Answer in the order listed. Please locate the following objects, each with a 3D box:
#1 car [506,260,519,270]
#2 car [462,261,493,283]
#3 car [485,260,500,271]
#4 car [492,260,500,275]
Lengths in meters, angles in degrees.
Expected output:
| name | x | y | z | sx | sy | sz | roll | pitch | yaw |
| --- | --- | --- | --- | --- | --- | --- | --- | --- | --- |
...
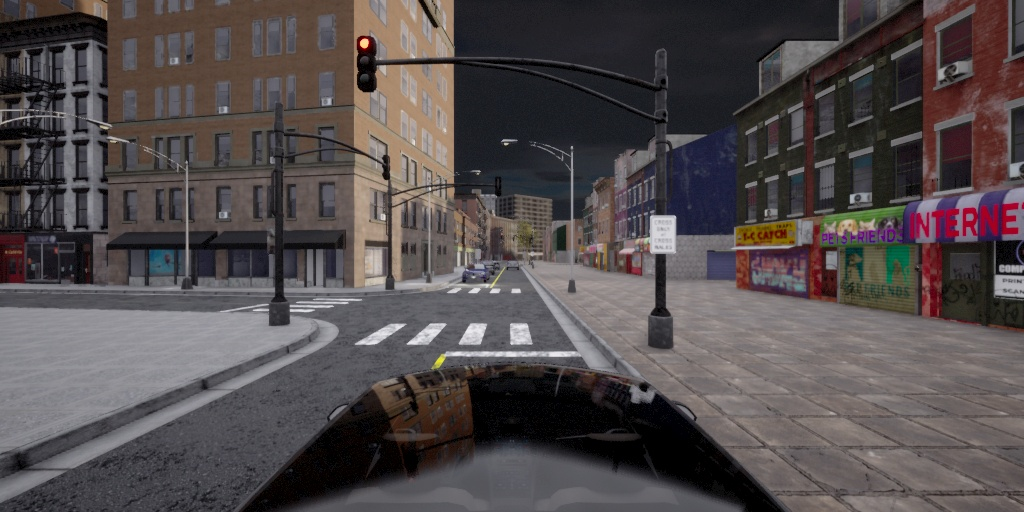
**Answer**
| name | x | y | z | sx | sy | sz | roll | pitch | yaw |
| --- | --- | --- | --- | --- | --- | --- | --- | --- | --- |
| car | 0.111 | 1.310 | 52.760 | 2.033 | 1.411 | 5.357 | 0 | 0 | 0 |
| car | -2.792 | 1.279 | 28.425 | 1.812 | 1.442 | 4.674 | 0 | 0 | 0 |
| car | -2.733 | 1.325 | 50.955 | 1.994 | 1.385 | 4.181 | 0 | 0 | 0 |
| car | -2.769 | 1.247 | 38.860 | 2.128 | 1.511 | 4.902 | 0 | 0 | 0 |
